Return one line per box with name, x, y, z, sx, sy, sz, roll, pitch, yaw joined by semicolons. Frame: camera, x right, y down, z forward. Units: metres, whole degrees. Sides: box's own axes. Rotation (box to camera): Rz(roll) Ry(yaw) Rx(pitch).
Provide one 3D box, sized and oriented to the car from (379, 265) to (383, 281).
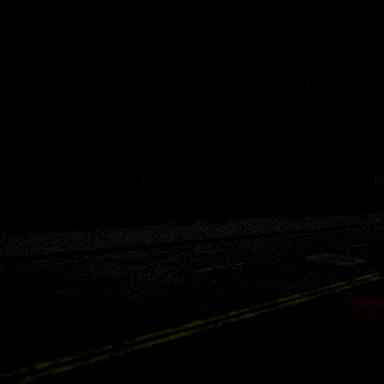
car;6.845;1.644;8.416;5.357;1.411;2.033;1;0;-35
